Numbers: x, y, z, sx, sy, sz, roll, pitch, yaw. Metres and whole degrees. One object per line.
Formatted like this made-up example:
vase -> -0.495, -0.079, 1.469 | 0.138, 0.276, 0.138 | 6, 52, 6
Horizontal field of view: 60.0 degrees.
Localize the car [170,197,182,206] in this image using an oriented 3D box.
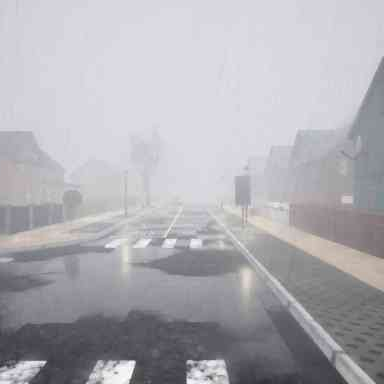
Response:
car -> -2.750, 1.544, 56.893 | 1.882, 1.535, 5.008 | 0, 0, 0
